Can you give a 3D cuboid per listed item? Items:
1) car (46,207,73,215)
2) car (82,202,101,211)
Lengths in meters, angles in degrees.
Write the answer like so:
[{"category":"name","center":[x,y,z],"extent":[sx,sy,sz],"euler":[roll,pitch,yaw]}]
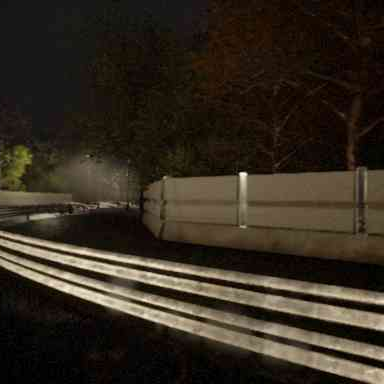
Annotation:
[{"category":"car","center":[-17.364,2.280,43.924],"extent":[1.895,1.301,4.718],"euler":[0,-1,5]},{"category":"car","center":[-16.494,2.384,54.631],"extent":[1.837,1.490,4.892],"euler":[0,-1,5]}]
